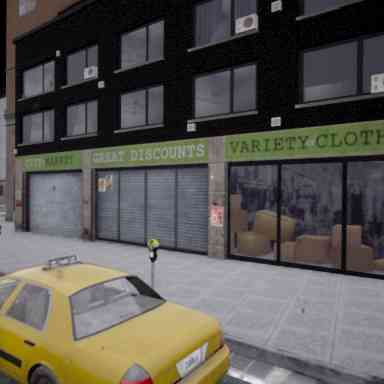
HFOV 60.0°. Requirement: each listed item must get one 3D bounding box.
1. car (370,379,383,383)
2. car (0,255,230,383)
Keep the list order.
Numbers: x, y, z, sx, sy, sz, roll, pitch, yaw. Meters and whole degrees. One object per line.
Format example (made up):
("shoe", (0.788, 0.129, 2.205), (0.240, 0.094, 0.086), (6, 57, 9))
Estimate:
("car", (2.810, 1.550, 1.085), (4.403, 1.369, 2.008), (0, 1, 36))
("car", (-1.875, 1.526, 4.428), (4.829, 1.417, 1.752), (0, 1, 36))
